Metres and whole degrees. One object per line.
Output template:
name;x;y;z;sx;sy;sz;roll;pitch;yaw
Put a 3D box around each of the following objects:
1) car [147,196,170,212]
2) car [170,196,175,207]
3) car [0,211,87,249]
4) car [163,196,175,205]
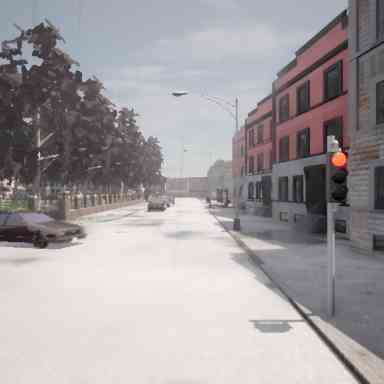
car;-4.087;1.478;39.363;1.882;1.535;5.008;0;0;0
car;-4.083;1.547;49.263;2.033;1.411;5.357;0;0;0
car;-7.318;1.547;14.452;5.357;1.411;2.033;0;0;18
car;-4.050;1.505;59.662;1.837;1.490;4.892;0;0;0
